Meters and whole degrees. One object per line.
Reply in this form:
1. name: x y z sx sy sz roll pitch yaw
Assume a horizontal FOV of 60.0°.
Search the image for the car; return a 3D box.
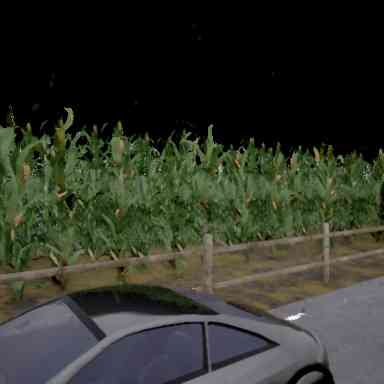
1. car: -0.764 1.561 2.594 4.181 1.385 1.994 0 0 -34
